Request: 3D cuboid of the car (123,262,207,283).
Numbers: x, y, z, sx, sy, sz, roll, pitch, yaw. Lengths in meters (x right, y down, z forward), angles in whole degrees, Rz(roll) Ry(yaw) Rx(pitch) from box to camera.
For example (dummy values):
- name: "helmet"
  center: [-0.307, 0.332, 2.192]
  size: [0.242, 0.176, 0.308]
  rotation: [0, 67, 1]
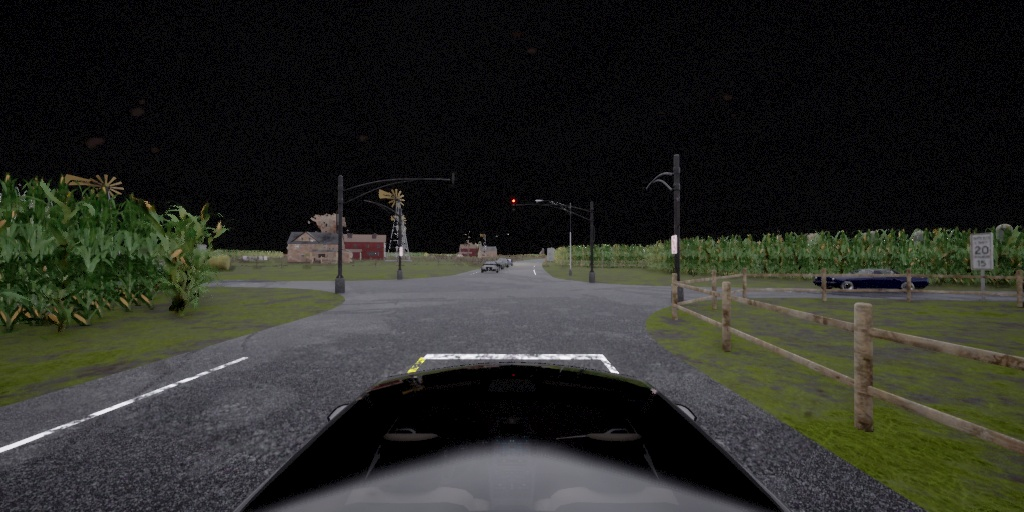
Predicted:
- name: "car"
  center: [-24.174, 1.195, 25.354]
  size: [4.902, 1.511, 2.128]
  rotation: [0, -1, 10]

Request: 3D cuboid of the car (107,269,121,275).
- name: "car"
  center: [-35.065, 1.293, 30.182]
  size: [4.181, 1.385, 1.994]
  rotation: [0, -1, 10]

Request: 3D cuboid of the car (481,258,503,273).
- name: "car"
  center: [-2.577, 1.309, 43.685]
  size: [1.994, 1.385, 4.181]
  rotation: [0, 0, 3]

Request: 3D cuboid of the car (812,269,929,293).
- name: "car"
  center: [20.394, 1.401, 20.634]
  size: [4.718, 1.301, 1.895]
  rotation: [0, -1, 9]

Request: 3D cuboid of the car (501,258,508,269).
- name: "car"
  center: [-2.130, 1.341, 52.503]
  size: [1.895, 1.301, 4.718]
  rotation: [0, 0, 3]

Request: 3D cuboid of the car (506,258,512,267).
- name: "car"
  center: [-1.575, 1.085, 61.369]
  size: [2.097, 1.767, 4.553]
  rotation: [0, 0, 4]
